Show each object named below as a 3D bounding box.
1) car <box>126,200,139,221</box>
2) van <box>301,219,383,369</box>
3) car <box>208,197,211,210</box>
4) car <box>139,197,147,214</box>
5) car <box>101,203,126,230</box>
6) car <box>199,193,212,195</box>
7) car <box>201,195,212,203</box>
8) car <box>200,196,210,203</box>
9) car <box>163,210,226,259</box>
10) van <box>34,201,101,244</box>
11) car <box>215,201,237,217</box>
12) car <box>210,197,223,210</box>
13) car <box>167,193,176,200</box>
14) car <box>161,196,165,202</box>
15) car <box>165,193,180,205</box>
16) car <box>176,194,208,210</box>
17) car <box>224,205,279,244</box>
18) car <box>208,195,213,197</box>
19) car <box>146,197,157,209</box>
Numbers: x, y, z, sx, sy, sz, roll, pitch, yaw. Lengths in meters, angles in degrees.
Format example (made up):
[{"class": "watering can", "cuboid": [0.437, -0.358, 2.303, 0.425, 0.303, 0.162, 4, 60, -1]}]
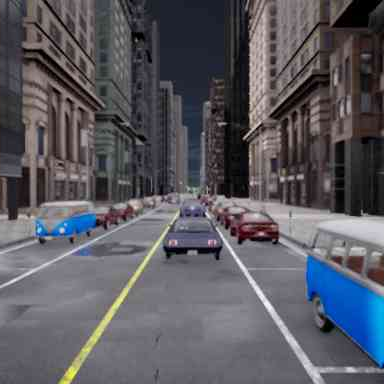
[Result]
[{"class": "car", "cuboid": [-5.758, 1.526, 26.656, 1.887, 1.381, 4.507, 0, 0, 0]}, {"class": "van", "cuboid": [2.761, 1.338, 4.255, 1.690, 1.788, 3.998, 0, 0, 0]}, {"class": "car", "cuboid": [2.769, 1.502, 32.435, 1.752, 1.417, 4.829, 0, 0, 0]}, {"class": "car", "cuboid": [-5.757, 1.503, 32.089, 1.752, 1.417, 4.829, 0, 0, 0]}, {"class": "car", "cuboid": [-5.760, 1.530, 21.055, 1.887, 1.381, 4.507, 0, 0, 0]}, {"class": "car", "cuboid": [2.775, 1.274, 60.274, 2.192, 1.841, 5.009, 0, 0, 0]}, {"class": "car", "cuboid": [2.777, 1.396, 65.875, 1.967, 1.590, 4.097, 0, 0, 0]}, {"class": "car", "cuboid": [2.779, 1.519, 71.477, 1.947, 1.339, 4.313, 0, 0, 0]}, {"class": "car", "cuboid": [0.042, 1.592, 12.513, 1.895, 1.301, 4.718, 0, 0, 0]}, {"class": "van", "cuboid": [-5.762, 1.331, 15.453, 1.690, 1.788, 3.998, 0, 0, 0]}, {"class": "car", "cuboid": [2.766, 1.529, 21.061, 1.887, 1.381, 4.507, 0, 0, 0]}, {"class": "car", "cuboid": [2.767, 1.421, 26.663, 1.967, 1.590, 4.097, 0, 0, 0]}, {"class": "car", "cuboid": [-5.741, 1.257, 93.883, 2.192, 1.841, 5.009, 0, 0, 0]}, {"class": "car", "cuboid": [-5.746, 1.498, 71.474, 1.887, 1.381, 4.507, 0, 0, 0]}, {"class": "car", "cuboid": [-3.040, 1.452, 58.277, 2.128, 1.511, 4.902, 0, 0, 1]}, {"class": "car", "cuboid": [0.052, 1.331, 28.045, 2.097, 1.767, 4.553, 0, 0, 0]}, {"class": "car", "cuboid": [2.764, 1.533, 15.459, 1.887, 1.381, 4.507, 0, 0, 0]}, {"class": "car", "cuboid": [2.773, 1.510, 49.070, 1.887, 1.381, 4.507, 0, 0, 0]}, {"class": "car", "cuboid": [-5.754, 1.410, 43.464, 1.967, 1.590, 4.097, 0, 0, 0]}]
